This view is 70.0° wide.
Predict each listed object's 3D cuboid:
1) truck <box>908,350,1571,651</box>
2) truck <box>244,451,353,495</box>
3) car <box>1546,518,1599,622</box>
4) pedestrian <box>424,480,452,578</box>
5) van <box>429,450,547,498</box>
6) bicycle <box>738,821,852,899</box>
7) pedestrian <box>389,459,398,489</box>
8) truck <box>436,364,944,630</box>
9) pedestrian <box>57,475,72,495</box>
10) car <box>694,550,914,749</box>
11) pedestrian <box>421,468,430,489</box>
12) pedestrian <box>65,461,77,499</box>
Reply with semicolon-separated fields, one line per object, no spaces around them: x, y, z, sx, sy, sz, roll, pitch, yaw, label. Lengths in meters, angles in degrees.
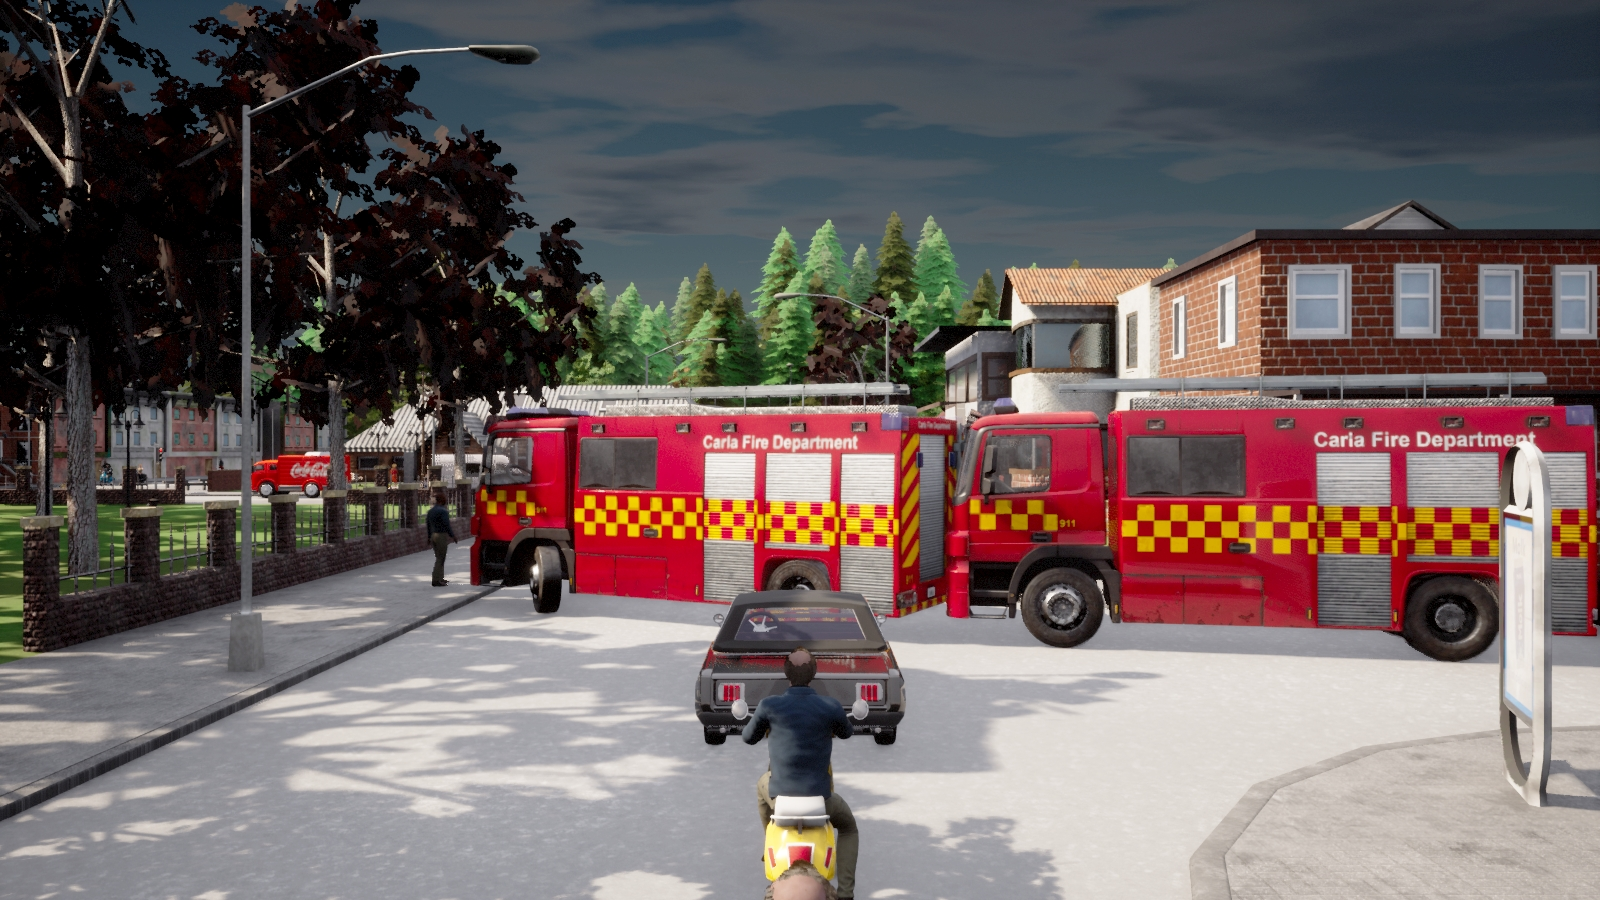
5.997;0.661;16.883;8.468;3.827;2.891;0;0;13;truck
-29.165;1.318;66.623;5.204;2.467;2.627;0;0;0;truck
14.391;1.835;17.290;4.792;1.488;2.163;0;0;0;car
-7.006;1.515;22.141;0.375;1.860;0.375;0;0;41;pedestrian
-17.041;1.289;62.613;5.915;2.561;1.988;0;0;0;van
-0.015;1.938;3.086;0.329;1.271;1.835;0;0;0;bicycle
-25.386;1.495;71.333;0.375;1.860;0.375;0;0;18;pedestrian
-2.040;0.664;19.657;8.468;3.827;2.891;0;0;27;truck
-41.211;1.983;63.982;0.500;1.100;0.500;0;0;19;pedestrian
0.033;1.930;12.217;1.895;1.301;4.718;0;0;0;car
-23.088;1.775;70.441;0.375;1.300;0.375;0;0;0;pedestrian
-36.534;1.502;57.241;0.375;1.860;0.375;0;0;0;pedestrian
